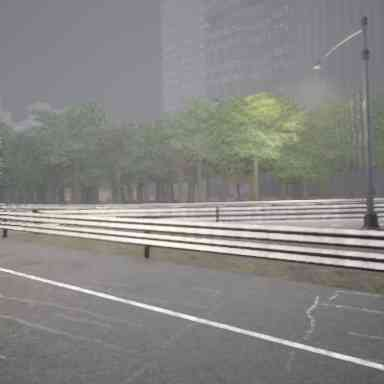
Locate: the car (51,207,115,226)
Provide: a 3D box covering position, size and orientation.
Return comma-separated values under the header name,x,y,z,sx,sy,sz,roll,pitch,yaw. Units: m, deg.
name,x,y,z,sx,sy,sz,roll,pitch,yaw
car,-8.093,1.784,24.009,4.718,1.301,1.895,-1,-1,13
